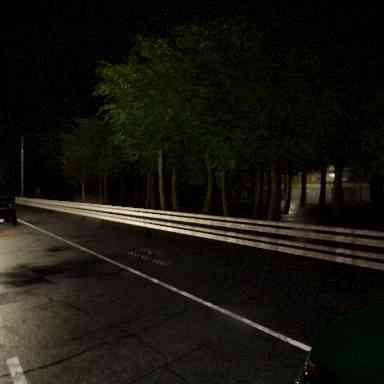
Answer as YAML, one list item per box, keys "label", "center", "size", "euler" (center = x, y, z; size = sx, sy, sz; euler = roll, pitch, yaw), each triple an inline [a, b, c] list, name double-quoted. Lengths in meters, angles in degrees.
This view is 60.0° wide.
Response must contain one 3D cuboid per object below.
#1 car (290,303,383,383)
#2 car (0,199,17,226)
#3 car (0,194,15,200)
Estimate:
- label: "car"
  center: [2.737, 1.229, 0.586]
  size: [2.150, 2.045, 5.566]
  euler: [0, 0, -31]
- label: "car"
  center: [-12.996, 1.469, 22.260]
  size: [1.837, 1.490, 4.892]
  euler: [0, 0, -36]
- label: "car"
  center: [-42.146, 1.232, 76.020]
  size: [2.097, 1.767, 4.553]
  euler: [0, 0, -11]
